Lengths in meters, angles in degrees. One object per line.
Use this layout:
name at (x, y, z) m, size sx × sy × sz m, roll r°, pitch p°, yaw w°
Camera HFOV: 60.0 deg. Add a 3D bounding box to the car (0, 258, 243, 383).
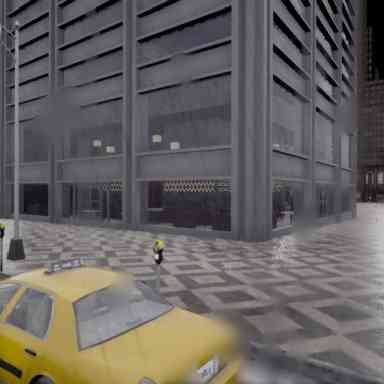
car at (-1.763, 1.525, 4.224) m, size 4.829 × 1.417 × 1.752 m, roll 0°, pitch 0°, yaw 36°
